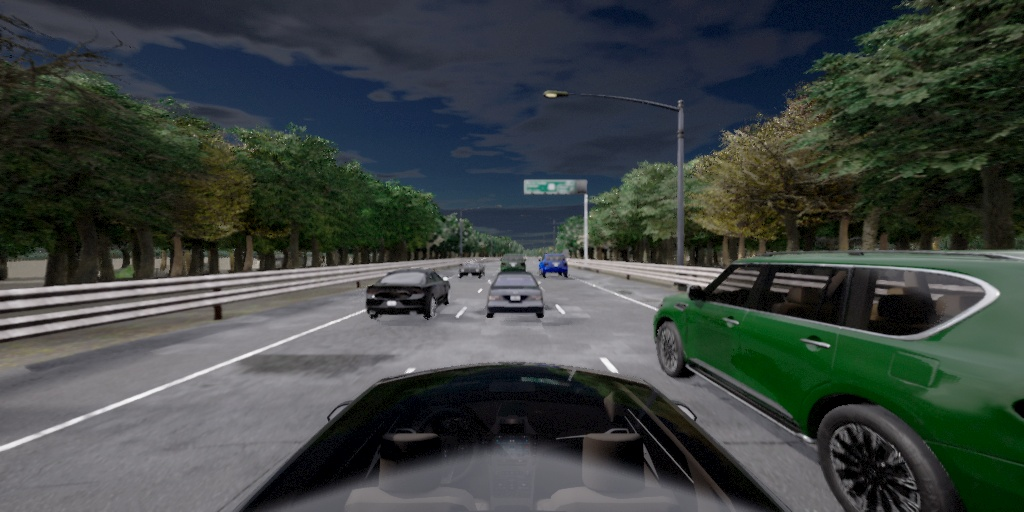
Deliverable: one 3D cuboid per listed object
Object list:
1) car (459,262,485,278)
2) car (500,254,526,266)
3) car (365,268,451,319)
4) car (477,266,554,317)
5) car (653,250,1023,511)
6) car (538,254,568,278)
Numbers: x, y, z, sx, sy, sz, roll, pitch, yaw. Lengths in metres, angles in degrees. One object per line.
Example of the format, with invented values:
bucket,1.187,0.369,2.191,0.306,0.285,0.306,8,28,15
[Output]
car,-3.400,1.207,31.282,1.895,1.301,4.718,0,0,0
car,0.101,0.825,31.832,2.150,2.045,5.566,0,0,0
car,-3.403,1.171,12.618,1.882,1.535,5.008,0,0,0
car,0.100,1.240,12.803,2.033,1.411,5.357,0,0,0
car,3.580,0.961,4.057,2.150,2.045,5.566,0,1,0
car,3.601,0.825,31.926,2.150,2.045,5.566,0,0,0
